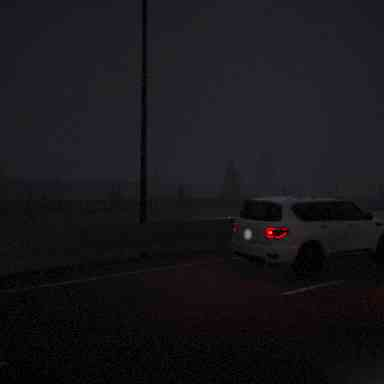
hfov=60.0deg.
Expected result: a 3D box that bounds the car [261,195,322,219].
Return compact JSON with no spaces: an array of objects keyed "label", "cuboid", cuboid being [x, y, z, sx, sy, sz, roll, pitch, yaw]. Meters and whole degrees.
[{"label":"car","cuboid":[8.326,1.193,27.854,4.553,1.767,2.097,0,0,-22]}]

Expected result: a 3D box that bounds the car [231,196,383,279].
[{"label":"car","cuboid":[3.798,1.150,10.012,5.566,2.045,2.150,0,0,-29]}]

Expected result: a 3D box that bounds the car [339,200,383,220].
[{"label":"car","cuboid":[14.058,1.393,26.330,4.181,1.385,1.994,0,0,-20]}]
